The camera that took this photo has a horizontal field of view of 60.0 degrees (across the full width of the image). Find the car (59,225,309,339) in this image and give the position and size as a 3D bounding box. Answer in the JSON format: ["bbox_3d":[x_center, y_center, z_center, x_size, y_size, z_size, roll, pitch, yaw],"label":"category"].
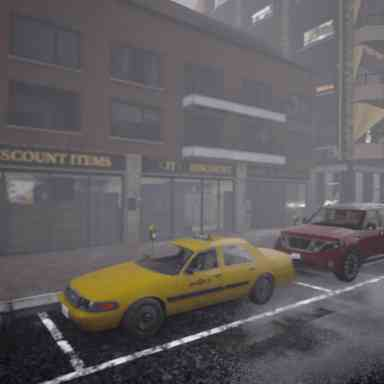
[{"bbox_3d":[0.006,1.513,6.546,4.829,1.417,1.752,0,1,-35],"label":"car"}]

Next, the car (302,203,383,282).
[{"bbox_3d":[4.682,1.283,9.874,5.009,1.841,2.192,0,1,-35],"label":"car"}]

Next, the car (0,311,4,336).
[{"bbox_3d":[-4.391,1.573,3.414,4.313,1.339,1.947,0,1,-35],"label":"car"}]
